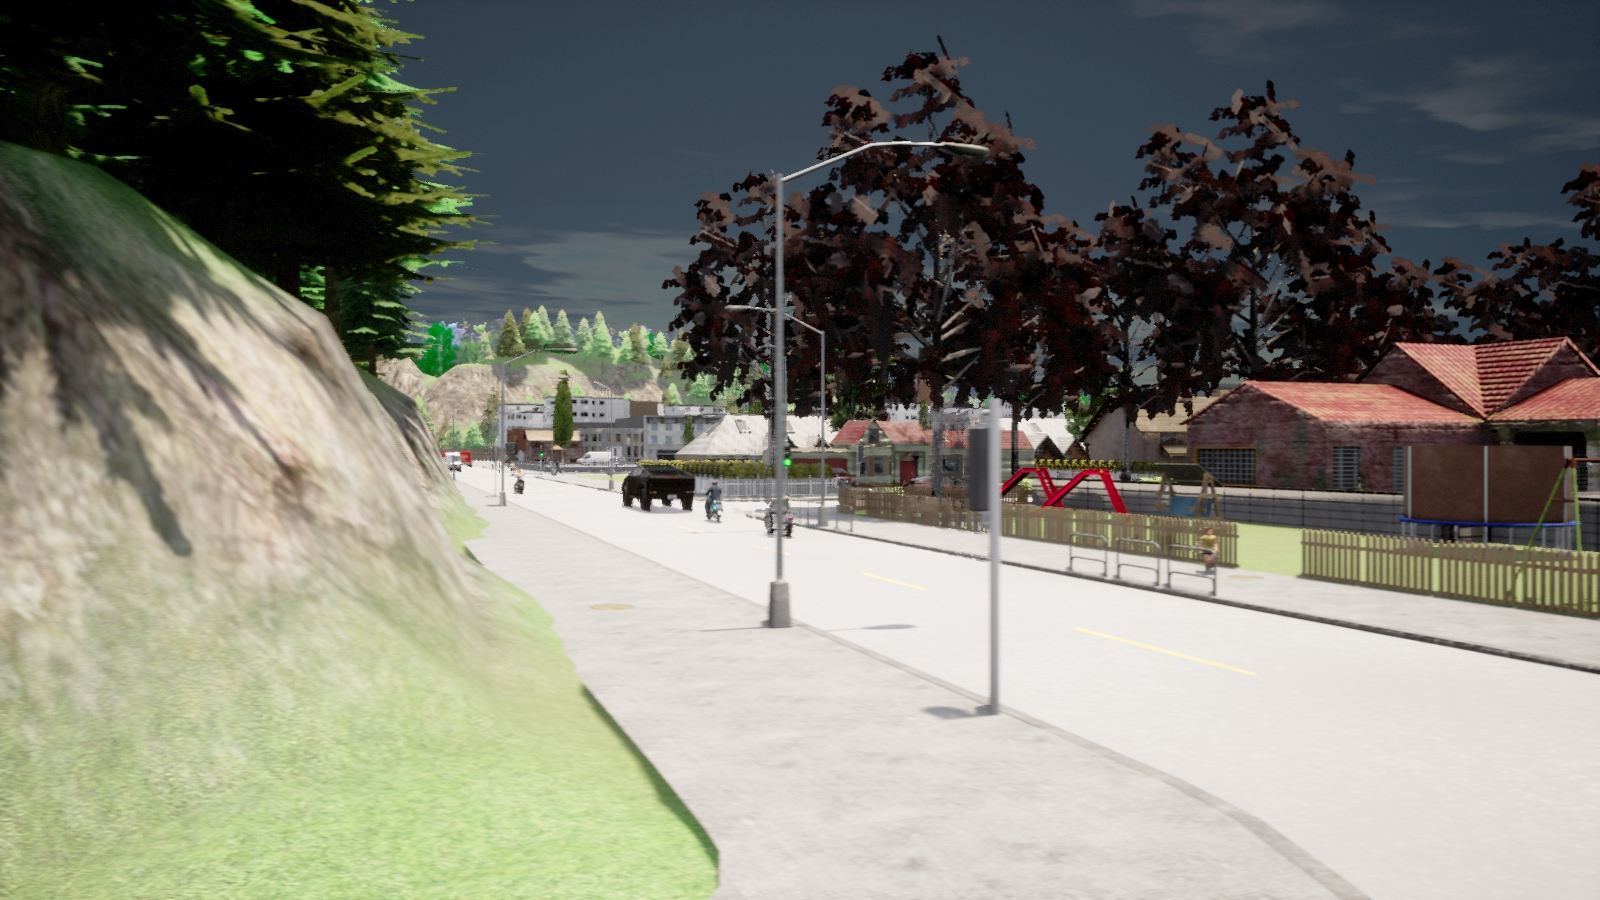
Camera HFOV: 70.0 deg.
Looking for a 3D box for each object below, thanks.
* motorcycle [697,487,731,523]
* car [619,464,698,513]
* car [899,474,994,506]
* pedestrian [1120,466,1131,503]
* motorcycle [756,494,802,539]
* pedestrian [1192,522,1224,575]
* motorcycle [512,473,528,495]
[{"bbox_3d":[-3.386,2.143,44.774,0.856,1.316,1.805,0,0,-20],"label":"motorcycle"},{"bbox_3d":[-6.787,1.755,54.156,2.390,2.098,6.274,0,0,-20],"label":"car"},{"bbox_3d":[7.598,2.043,59.309,4.514,1.525,2.007,0,0,-20],"label":"car"},{"bbox_3d":[16.464,1.749,57.752,0.375,1.860,0.375,0,0,-27],"label":"pedestrian"},{"bbox_3d":[-0.704,2.156,37.462,0.764,1.307,2.356,0,0,-20],"label":"motorcycle"},{"bbox_3d":[8.827,2.128,24.712,0.500,1.100,0.500,0,0,-2],"label":"pedestrian"},{"bbox_3d":[-17.898,2.156,73.018,0.764,1.307,2.356,0,0,-20],"label":"motorcycle"}]
